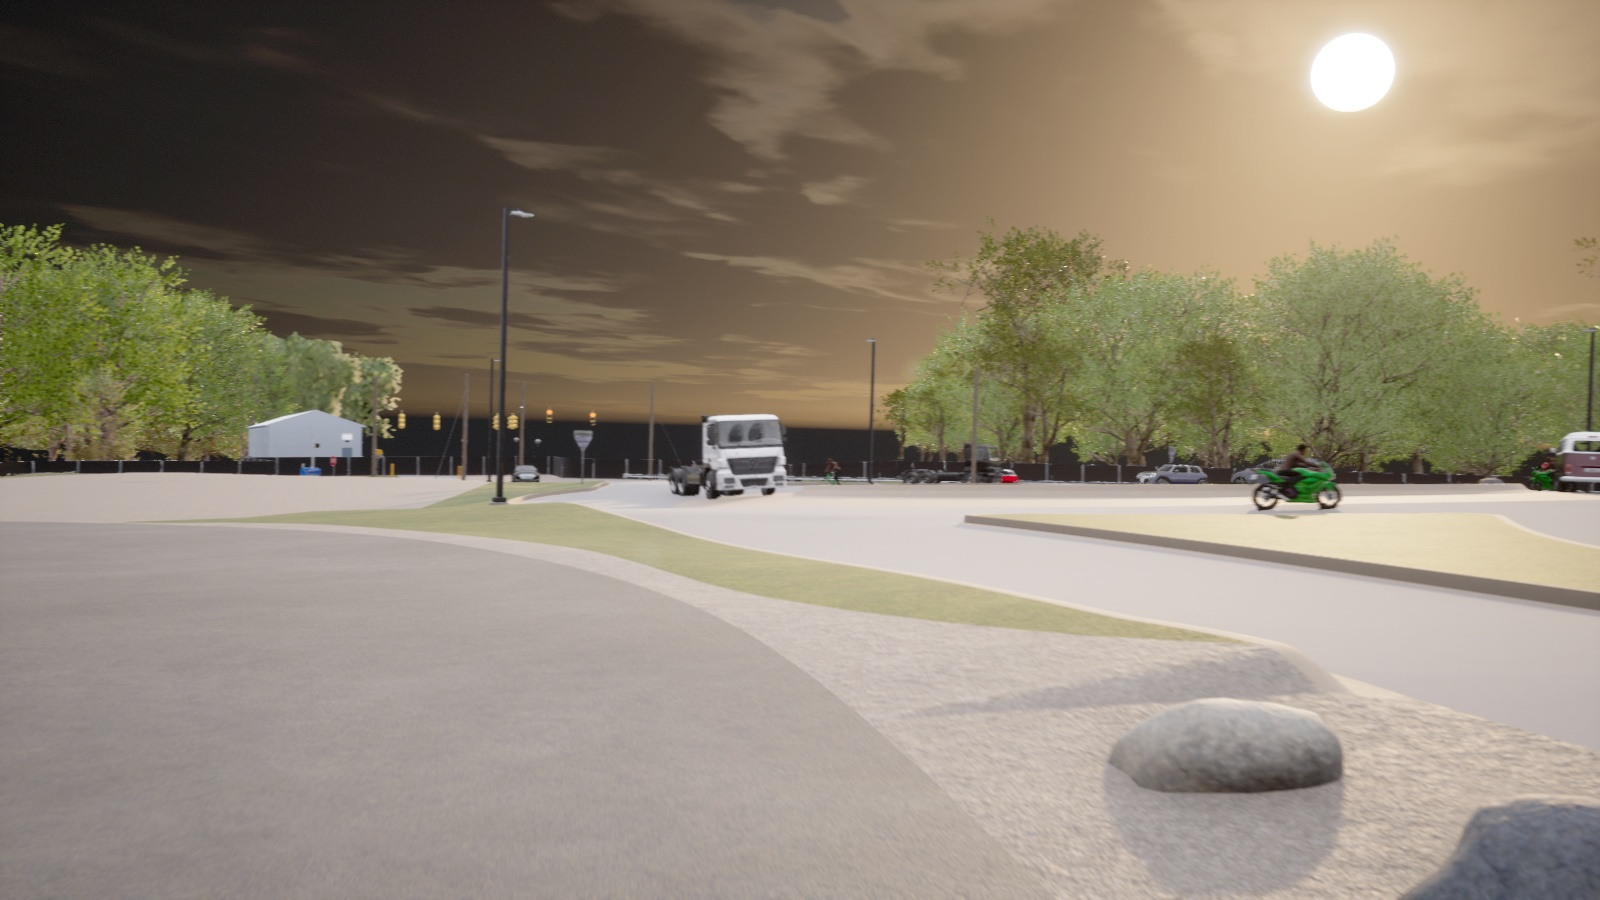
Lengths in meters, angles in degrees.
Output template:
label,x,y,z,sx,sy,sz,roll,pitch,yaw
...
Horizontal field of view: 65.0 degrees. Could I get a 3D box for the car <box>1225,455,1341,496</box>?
label,x,y,z,sx,sy,sz,roll,pitch,yaw
car,23.053,1.235,60.065,2.242,1.667,4.611,9,-7,-43

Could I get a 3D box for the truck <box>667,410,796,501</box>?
label,x,y,z,sx,sy,sz,roll,pitch,yaw
truck,-3.060,0.242,52.995,2.891,3.462,7.936,-2,0,-22

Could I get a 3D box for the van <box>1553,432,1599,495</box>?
label,x,y,z,sx,sy,sz,roll,pitch,yaw
van,27.033,0.506,42.786,2.069,2.038,4.480,2,-1,28

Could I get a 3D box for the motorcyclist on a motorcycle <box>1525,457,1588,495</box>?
label,x,y,z,sx,sy,sz,roll,pitch,yaw
motorcyclist on a motorcycle,31.042,1.083,51.551,0.797,1.523,2.044,1,-2,-29

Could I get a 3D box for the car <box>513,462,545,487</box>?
label,x,y,z,sx,sy,sz,roll,pitch,yaw
car,-20.136,1.840,93.082,2.033,1.649,4.856,0,-4,-16

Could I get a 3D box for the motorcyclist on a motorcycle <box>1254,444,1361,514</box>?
label,x,y,z,sx,sy,sz,roll,pitch,yaw
motorcyclist on a motorcycle,11.334,0.631,28.078,2.044,1.523,0.797,-1,0,2

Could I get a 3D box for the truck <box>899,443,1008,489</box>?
label,x,y,z,sx,sy,sz,roll,pitch,yaw
truck,11.995,1.201,98.161,7.936,3.462,2.891,1,1,25

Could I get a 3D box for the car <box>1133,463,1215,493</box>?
label,x,y,z,sx,sy,sz,roll,pitch,yaw
car,20.642,1.521,69.323,3.806,1.475,1.970,3,-1,-16
